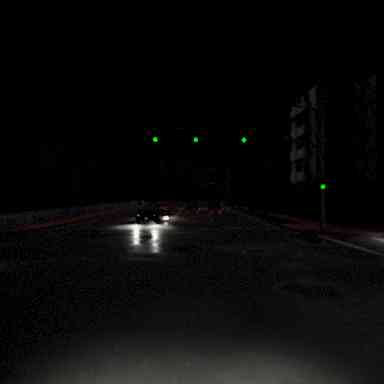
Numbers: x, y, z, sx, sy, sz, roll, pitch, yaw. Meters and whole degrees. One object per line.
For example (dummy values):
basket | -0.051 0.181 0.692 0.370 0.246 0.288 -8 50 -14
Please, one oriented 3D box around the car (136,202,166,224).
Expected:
car | -3.591 1.843 28.456 1.812 1.442 4.674 0 -1 0

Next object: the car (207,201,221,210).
car | 3.486 2.112 52.661 1.812 1.442 4.674 0 -1 0

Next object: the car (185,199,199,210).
car | -0.014 1.938 52.618 2.097 1.767 4.553 0 -1 0

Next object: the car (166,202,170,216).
car | -3.585 1.912 38.930 1.882 1.535 5.008 0 -1 0
